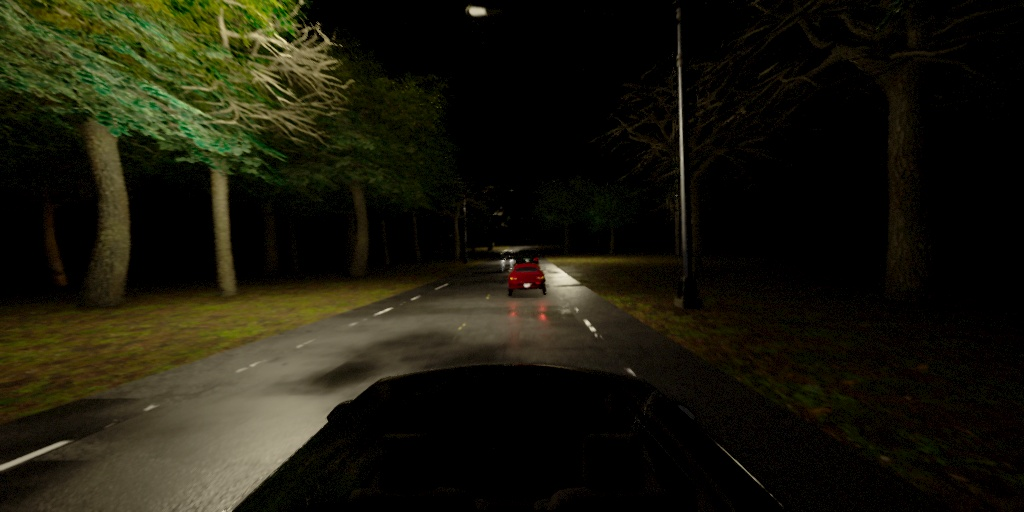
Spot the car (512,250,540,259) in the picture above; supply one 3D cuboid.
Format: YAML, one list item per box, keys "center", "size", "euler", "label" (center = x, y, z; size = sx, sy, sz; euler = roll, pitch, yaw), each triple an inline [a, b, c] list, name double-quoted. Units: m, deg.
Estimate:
- center: [1.464, 0.396, 34.384]
  size: [2.150, 2.045, 5.566]
  euler: [-2, 2, 3]
  label: "car"

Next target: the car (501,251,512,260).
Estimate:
- center: [-0.844, -0.118, 63.597]
  size: [1.837, 1.490, 4.892]
  euler: [-2, 2, 3]
  label: "car"

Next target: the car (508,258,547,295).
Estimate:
- center: [0.782, 1.084, 18.437]
  size: [1.812, 1.442, 4.674]
  euler: [-2, 1, 3]
  label: "car"
